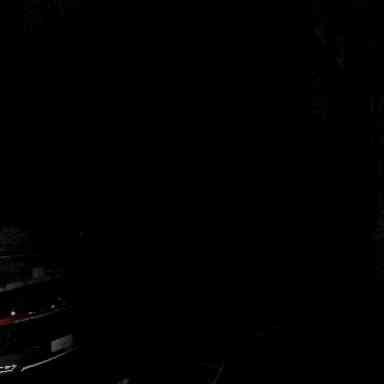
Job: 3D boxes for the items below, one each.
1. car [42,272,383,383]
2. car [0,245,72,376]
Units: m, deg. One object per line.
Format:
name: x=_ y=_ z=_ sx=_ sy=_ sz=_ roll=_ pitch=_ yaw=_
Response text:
car: x=1.201 y=1.440 z=1.953 sx=4.097 sy=1.590 sz=1.967 roll=0 pitch=0 yaw=36
car: x=-3.292 y=1.515 z=5.158 sx=4.403 sy=1.369 sz=2.008 roll=0 pitch=0 yaw=36
